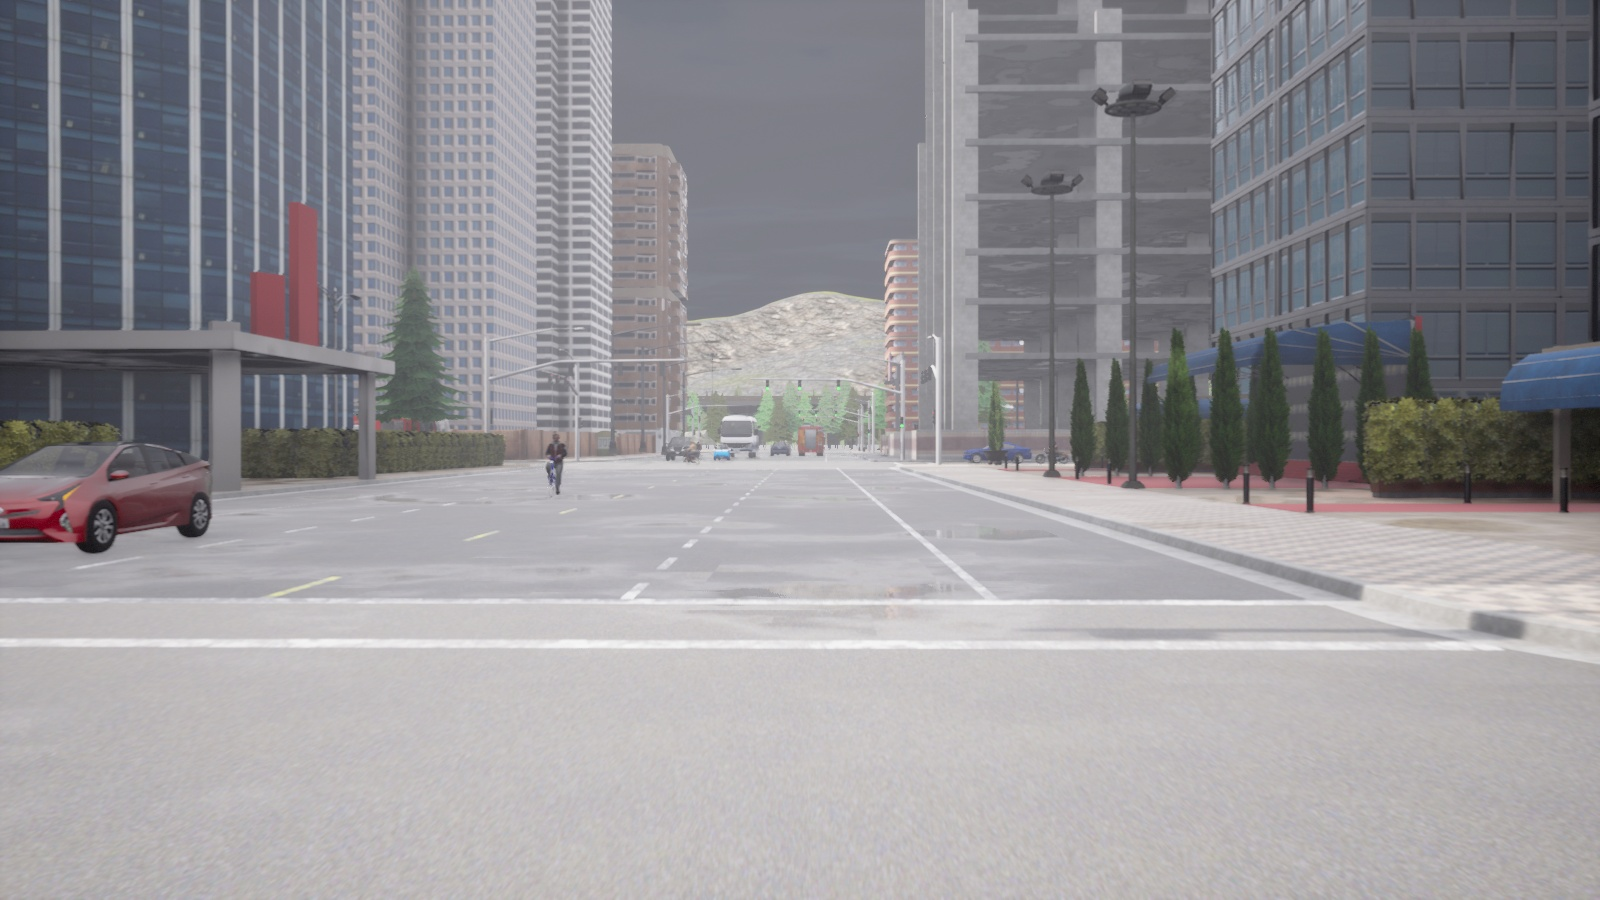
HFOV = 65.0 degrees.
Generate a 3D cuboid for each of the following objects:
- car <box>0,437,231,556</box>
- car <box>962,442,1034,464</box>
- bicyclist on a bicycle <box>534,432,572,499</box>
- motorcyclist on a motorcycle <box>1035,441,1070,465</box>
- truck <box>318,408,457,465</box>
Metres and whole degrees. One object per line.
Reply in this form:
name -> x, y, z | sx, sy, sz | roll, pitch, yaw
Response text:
car -> -10.379, 0.581, 18.407 | 2.007, 1.525, 4.514 | 0, 0, 0
car -> 14.430, 0.219, 91.722 | 5.008, 1.535, 1.882 | 0, 0, 1
bicyclist on a bicycle -> -6.786, 0.417, 34.581 | 0.659, 1.776, 1.843 | 0, 0, 0
motorcyclist on a motorcycle -> 17.721, 0.214, 88.181 | 2.350, 1.649, 0.766 | 0, 0, 1
truck -> -27.895, -0.921, 85.234 | 8.468, 3.827, 2.891 | 0, 0, 1
